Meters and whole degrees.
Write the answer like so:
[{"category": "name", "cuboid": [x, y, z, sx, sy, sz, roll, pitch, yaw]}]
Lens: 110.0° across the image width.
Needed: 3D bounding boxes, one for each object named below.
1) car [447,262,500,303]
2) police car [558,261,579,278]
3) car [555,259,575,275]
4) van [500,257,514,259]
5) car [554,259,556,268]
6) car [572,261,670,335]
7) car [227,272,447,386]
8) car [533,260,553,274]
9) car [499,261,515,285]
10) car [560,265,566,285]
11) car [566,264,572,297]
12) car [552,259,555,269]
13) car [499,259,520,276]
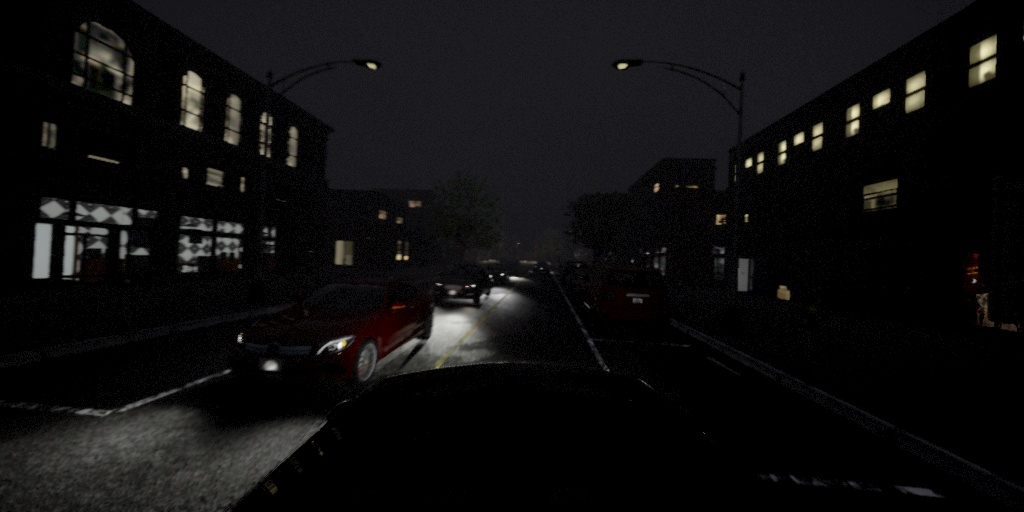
[{"category": "car", "cuboid": [-2.043, 1.130, 16.074, 2.128, 1.511, 4.902, 3, 0, 5]}, {"category": "police car", "cuboid": [6.386, 1.446, 40.962, 1.930, 1.638, 5.238, 3, 0, 5]}, {"category": "car", "cuboid": [4.770, 1.272, 28.003, 2.192, 1.841, 5.009, 0, 0, 5]}, {"category": "van", "cuboid": [-1.156, 0.984, 56.330, 1.690, 1.789, 3.998, 0, 0, 5]}, {"category": "car", "cuboid": [6.990, 1.520, 47.826, 1.882, 1.535, 5.008, 3, 0, 5]}, {"category": "car", "cuboid": [3.322, 1.216, 11.435, 2.192, 1.841, 5.009, 0, 0, 5]}, {"category": "car", "cuboid": [-2.849, 1.134, 6.878, 1.812, 1.442, 4.674, 3, 0, 5]}, {"category": "car", "cuboid": [3.613, 1.449, 44.052, 1.994, 1.385, 4.181, 3, 0, 5]}, {"category": "car", "cuboid": [-1.174, 1.274, 26.004, 1.895, 1.301, 4.718, 3, 0, 5]}, {"category": "car", "cuboid": [4.287, 1.489, 22.480, 2.007, 1.370, 4.403, 0, 0, 5]}, {"category": "car", "cuboid": [3.805, 1.360, 16.957, 1.967, 1.591, 4.097, 0, 0, 5]}, {"category": "car", "cuboid": [7.667, 1.643, 61.134, 1.802, 1.307, 4.207, 0, 0, 5]}, {"category": "car", "cuboid": [-0.249, 1.272, 36.063, 1.994, 1.385, 4.181, 3, 0, 5]}]
